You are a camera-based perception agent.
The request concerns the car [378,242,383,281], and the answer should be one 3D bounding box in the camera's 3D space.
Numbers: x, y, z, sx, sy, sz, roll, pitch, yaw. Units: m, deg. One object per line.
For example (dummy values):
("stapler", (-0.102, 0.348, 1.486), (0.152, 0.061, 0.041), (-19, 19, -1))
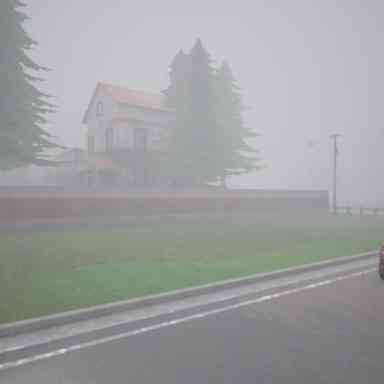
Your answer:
("car", (6.872, 1.416, 8.660), (4.553, 1.767, 2.097), (0, 0, -35))
